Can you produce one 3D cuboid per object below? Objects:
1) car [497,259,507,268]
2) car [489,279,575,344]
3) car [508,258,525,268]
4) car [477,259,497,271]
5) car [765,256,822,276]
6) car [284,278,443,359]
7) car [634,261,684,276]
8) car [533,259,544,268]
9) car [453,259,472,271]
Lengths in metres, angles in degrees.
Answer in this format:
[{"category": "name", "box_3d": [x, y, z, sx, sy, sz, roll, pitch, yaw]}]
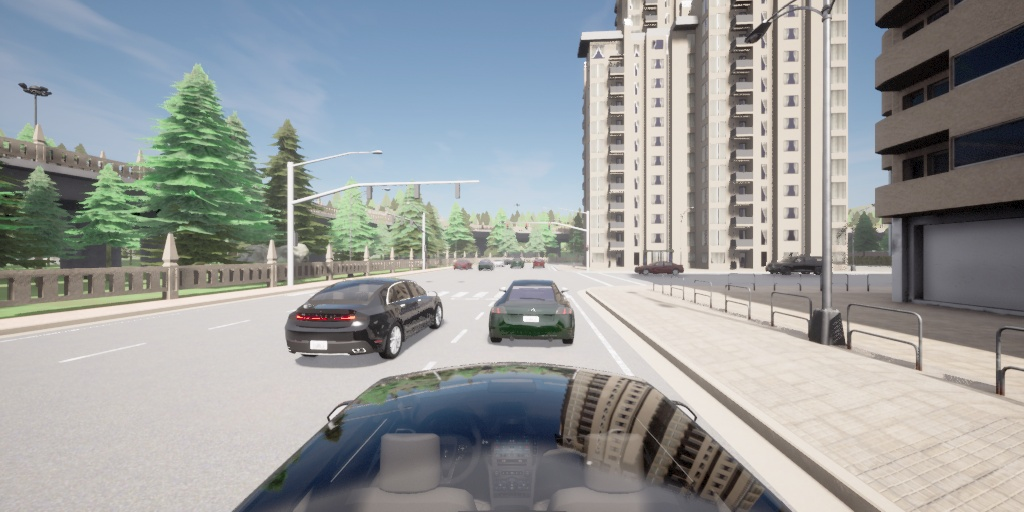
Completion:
[{"category": "car", "box_3d": [-2.446, 1.275, 62.689, 1.812, 1.442, 4.674, 0, 0, 5]}, {"category": "car", "box_3d": [0.573, 1.314, 9.650, 1.994, 1.385, 4.181, 0, 0, 5]}, {"category": "car", "box_3d": [1.039, 1.102, 60.771, 2.097, 1.767, 4.553, 0, 0, 4]}, {"category": "car", "box_3d": [-3.492, 1.351, 48.000, 1.895, 1.301, 4.718, 0, 0, 1]}, {"category": "car", "box_3d": [29.951, 1.027, 37.668, 5.566, 2.045, 2.150, 0, 0, 4]}, {"category": "car", "box_3d": [-3.042, 1.255, 8.455, 1.837, 1.490, 4.892, 0, 0, 5]}, {"category": "car", "box_3d": [15.786, 1.283, 38.585, 5.008, 1.535, 1.882, 0, 0, 4]}, {"category": "car", "box_3d": [4.684, 1.227, 62.366, 1.882, 1.535, 5.008, 0, 0, 5]}, {"category": "car", "box_3d": [-6.946, 1.227, 50.839, 1.882, 1.535, 5.008, 0, 0, 4]}]
